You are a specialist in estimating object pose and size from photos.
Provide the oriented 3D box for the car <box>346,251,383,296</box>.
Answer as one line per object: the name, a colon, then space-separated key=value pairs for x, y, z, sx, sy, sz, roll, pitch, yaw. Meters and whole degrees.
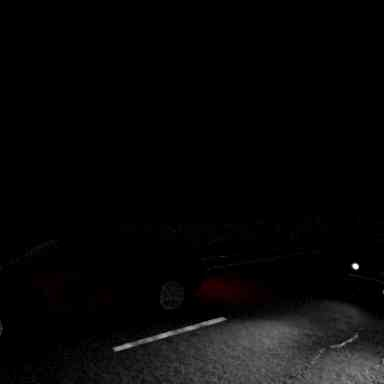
car: x=5.606 y=1.657 z=7.652 sx=4.718 sy=1.301 sz=1.895 roll=0 pitch=0 yaw=-35

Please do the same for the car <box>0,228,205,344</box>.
car: x=-2.078 y=1.489 z=6.185 sx=5.008 sy=1.535 sz=1.882 roll=1 pitch=0 yaw=-35
